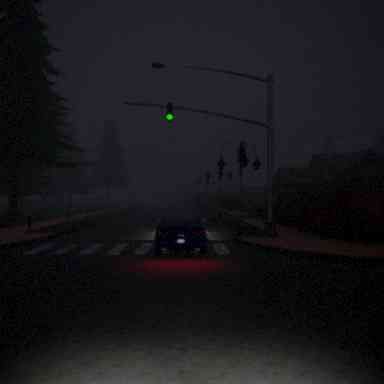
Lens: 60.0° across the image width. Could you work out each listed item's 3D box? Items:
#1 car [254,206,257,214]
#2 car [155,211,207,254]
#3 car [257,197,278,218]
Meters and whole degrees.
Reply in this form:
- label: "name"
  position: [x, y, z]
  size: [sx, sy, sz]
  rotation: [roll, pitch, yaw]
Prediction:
- label: "car"
  position: [7.968, 1.375, 31.736]
  size: [3.866, 1.878, 1.905]
  rotation: [0, 0, -1]
- label: "car"
  position: [-0.455, 1.536, 13.851]
  size: [1.882, 1.535, 5.008]
  rotation: [0, 0, -2]
- label: "car"
  position: [8.418, 1.360, 29.232]
  size: [4.605, 1.855, 1.932]
  rotation: [0, 0, -1]
